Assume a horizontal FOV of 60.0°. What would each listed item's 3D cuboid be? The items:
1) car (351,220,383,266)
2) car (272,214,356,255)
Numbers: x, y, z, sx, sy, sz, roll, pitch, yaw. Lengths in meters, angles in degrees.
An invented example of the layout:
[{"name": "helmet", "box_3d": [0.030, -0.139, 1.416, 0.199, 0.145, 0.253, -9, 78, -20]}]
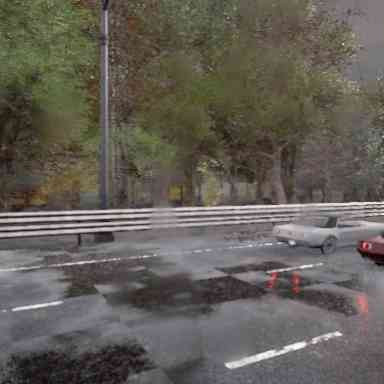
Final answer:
[{"name": "car", "box_3d": [7.132, 1.524, 9.716, 4.718, 1.301, 1.895, 0, 1, -28]}, {"name": "car", "box_3d": [5.497, 1.493, 12.811, 4.718, 1.301, 1.895, 0, 1, -28]}]
